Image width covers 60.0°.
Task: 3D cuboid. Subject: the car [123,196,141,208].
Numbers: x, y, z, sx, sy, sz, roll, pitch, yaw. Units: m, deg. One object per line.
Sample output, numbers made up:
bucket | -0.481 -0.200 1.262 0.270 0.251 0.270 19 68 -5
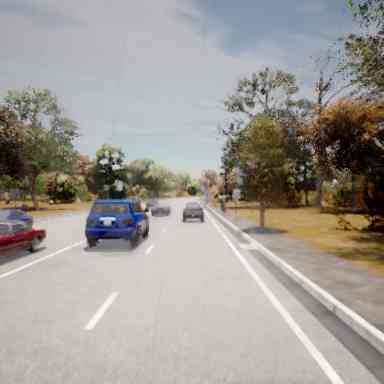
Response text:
car | -10.511 1.741 58.384 2.150 2.045 5.566 0 0 1

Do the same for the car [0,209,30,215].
car | -10.495 1.691 18.486 1.812 1.442 4.674 0 -1 0

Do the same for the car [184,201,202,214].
car | 0.109 1.919 41.648 2.033 1.411 5.357 0 0 0

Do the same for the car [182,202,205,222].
car | 0.110 1.754 29.440 2.128 1.511 4.902 0 -1 0

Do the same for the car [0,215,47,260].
car | -6.997 1.706 11.680 1.895 1.301 4.718 0 -1 0

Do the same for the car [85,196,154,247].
car | -3.397 1.365 16.039 2.150 2.045 5.566 0 -1 0

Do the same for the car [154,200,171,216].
car | -3.391 1.936 37.586 1.895 1.301 4.718 0 -1 0
